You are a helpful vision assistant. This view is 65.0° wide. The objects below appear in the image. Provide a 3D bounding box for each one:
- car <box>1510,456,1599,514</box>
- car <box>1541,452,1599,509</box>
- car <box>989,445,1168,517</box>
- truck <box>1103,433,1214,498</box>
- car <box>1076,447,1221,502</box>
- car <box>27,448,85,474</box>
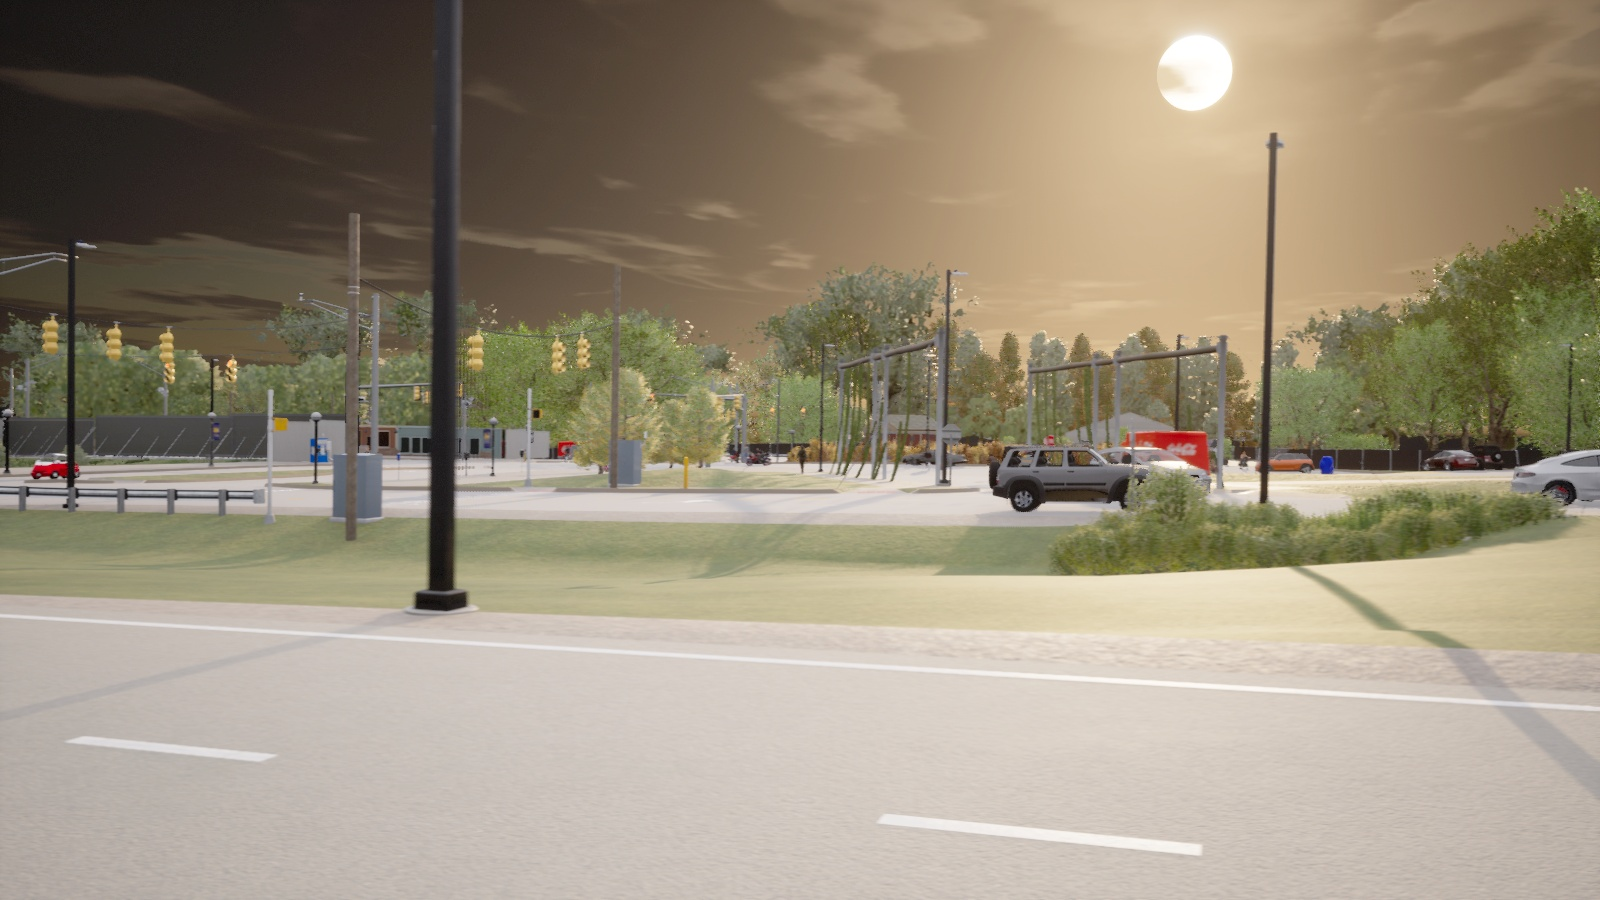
[{"bbox_3d":[20.602,0.866,31.618,4.674,1.442,1.812,-1,-1,28],"label":"car"},{"bbox_3d":[22.552,0.817,34.328,3.633,1.501,1.845,-1,0,17],"label":"car"},{"bbox_3d":[7.570,0.792,34.011,4.605,1.855,1.932,0,1,17],"label":"car"},{"bbox_3d":[14.454,0.620,51.000,2.627,2.467,5.204,1,-1,-5],"label":"truck"},{"bbox_3d":[11.121,0.751,40.424,2.242,1.667,4.611,0,0,-20],"label":"car"},{"bbox_3d":[-39.558,0.571,66.804,1.481,1.376,2.207,0,0,18],"label":"car"}]
